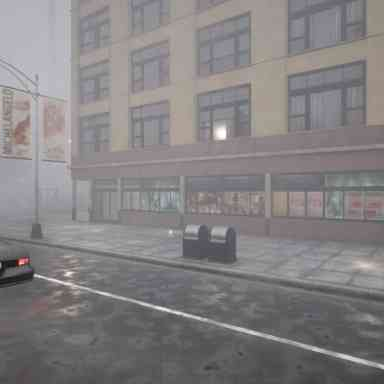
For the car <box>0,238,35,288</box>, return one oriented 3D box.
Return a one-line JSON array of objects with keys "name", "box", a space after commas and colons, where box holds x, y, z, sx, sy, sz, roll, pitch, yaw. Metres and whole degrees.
[{"name": "car", "box": [-6.014, 1.547, 8.156, 5.357, 1.411, 2.033, 0, 0, 35]}]
